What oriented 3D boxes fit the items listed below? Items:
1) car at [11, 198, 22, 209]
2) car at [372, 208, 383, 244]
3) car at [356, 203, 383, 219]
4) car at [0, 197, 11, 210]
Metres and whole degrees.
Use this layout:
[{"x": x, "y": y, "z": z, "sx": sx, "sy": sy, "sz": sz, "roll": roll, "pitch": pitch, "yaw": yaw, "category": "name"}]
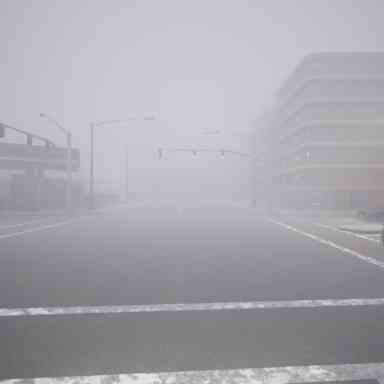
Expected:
[{"x": -24.023, "y": 1.453, "z": 42.640, "sx": 3.806, "sy": 1.475, "sz": 1.970, "roll": 0, "pitch": 0, "yaw": 1, "category": "car"}, {"x": 9.545, "y": 1.484, "z": 11.913, "sx": 5.008, "sy": 1.535, "sz": 1.882, "roll": 0, "pitch": 0, "yaw": 0, "category": "car"}, {"x": 16.370, "y": 1.546, "z": 26.959, "sx": 5.357, "sy": 1.411, "sz": 2.033, "roll": 0, "pitch": 0, "yaw": 0, "category": "car"}, {"x": -23.307, "y": 1.292, "z": 36.889, "sx": 4.611, "sy": 1.667, "sz": 2.242, "roll": 0, "pitch": 0, "yaw": 1, "category": "car"}]
